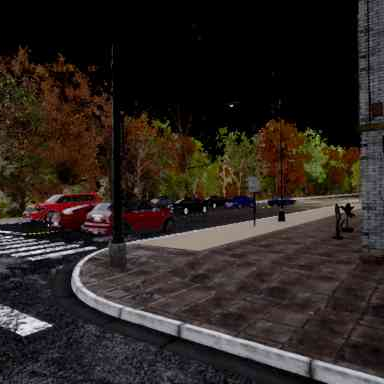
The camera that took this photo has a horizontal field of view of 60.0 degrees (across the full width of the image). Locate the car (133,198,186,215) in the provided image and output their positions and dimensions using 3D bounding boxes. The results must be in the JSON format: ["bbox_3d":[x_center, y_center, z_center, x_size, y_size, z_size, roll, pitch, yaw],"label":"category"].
[{"bbox_3d":[-3.056,1.347,32.315,2.033,1.411,5.357,-1,0,37],"label":"car"}]

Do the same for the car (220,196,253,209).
[{"bbox_3d":[5.493,1.179,38.457,1.812,1.442,4.674,-1,0,36],"label":"car"}]

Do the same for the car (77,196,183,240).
[{"bbox_3d":[-2.777,1.152,15.907,2.097,1.767,4.553,-1,0,36],"label":"car"}]

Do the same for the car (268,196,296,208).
[{"bbox_3d":[10.977,1.162,40.101,1.895,1.301,4.718,-1,0,36],"label":"car"}]

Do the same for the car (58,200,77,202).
[{"bbox_3d":[-6.092,1.402,22.704,2.033,1.411,5.357,-1,0,36],"label":"car"}]

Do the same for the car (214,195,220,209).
[{"bbox_3d":[2.760,1.204,40.218,1.837,1.490,4.892,-1,0,37],"label":"car"}]

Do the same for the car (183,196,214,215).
[{"bbox_3d":[-0.375,1.260,30.483,1.837,1.490,4.892,-1,0,36],"label":"car"}]

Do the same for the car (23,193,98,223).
[{"bbox_3d":[-9.133,1.126,24.059,2.150,2.045,5.566,-1,0,36],"label":"car"}]

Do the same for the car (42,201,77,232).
[{"bbox_3d":[-5.249,1.367,18.029,1.812,1.442,4.674,-1,0,36],"label":"car"}]
